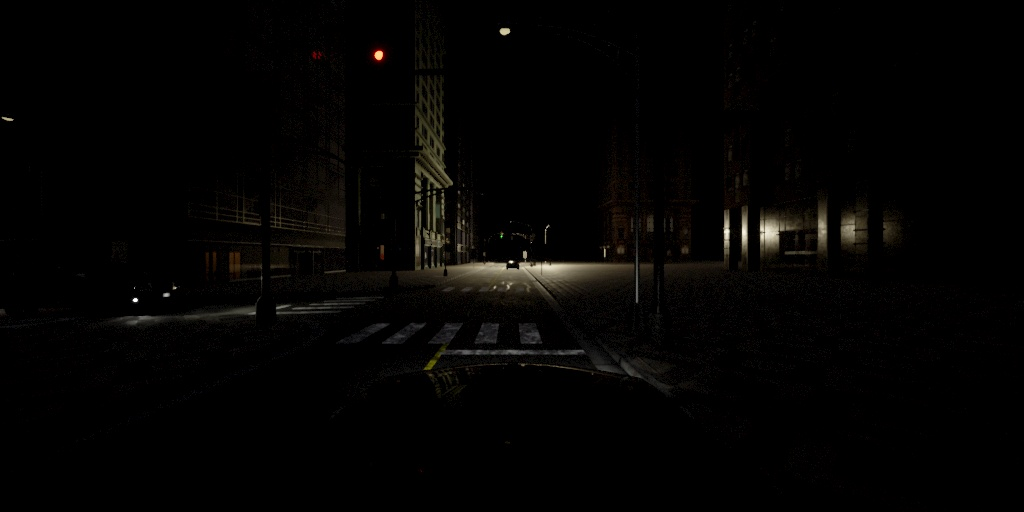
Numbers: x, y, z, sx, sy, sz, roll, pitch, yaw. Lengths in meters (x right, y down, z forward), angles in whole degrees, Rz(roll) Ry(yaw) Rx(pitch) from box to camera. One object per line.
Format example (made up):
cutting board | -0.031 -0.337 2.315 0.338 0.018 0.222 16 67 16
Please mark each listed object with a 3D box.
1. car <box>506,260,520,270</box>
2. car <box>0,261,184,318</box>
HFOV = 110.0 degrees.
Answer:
car | 0.117 1.321 53.436 1.994 1.385 4.181 0 0 0
car | -16.103 1.191 13.817 5.566 2.045 2.150 -1 0 0
